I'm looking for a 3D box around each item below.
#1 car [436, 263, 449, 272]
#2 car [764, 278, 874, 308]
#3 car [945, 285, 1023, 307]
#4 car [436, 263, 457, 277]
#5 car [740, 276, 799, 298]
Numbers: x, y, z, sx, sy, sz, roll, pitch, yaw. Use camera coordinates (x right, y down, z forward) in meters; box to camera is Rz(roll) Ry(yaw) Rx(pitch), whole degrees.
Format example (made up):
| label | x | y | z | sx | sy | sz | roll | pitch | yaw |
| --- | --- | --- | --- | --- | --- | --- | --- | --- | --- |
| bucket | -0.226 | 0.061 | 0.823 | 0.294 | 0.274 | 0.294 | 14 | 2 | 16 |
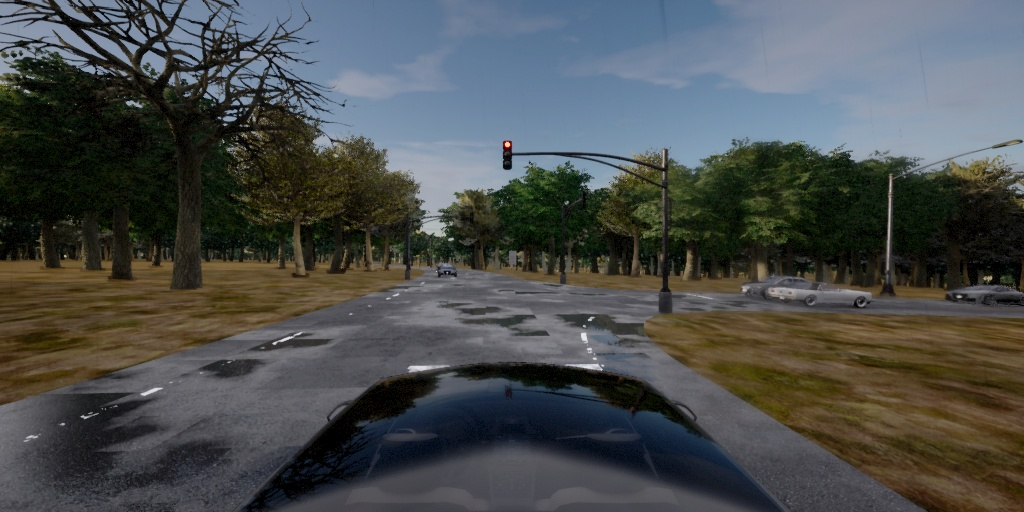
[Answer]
| label | x | y | z | sx | sy | sz | roll | pitch | yaw |
| --- | --- | --- | --- | --- | --- | --- | --- | --- | --- |
| car | -12.461 | 1.956 | 64.079 | 1.837 | 1.490 | 4.892 | 0 | 0 | -15 |
| car | 17.436 | 2.149 | 20.296 | 4.718 | 1.301 | 1.895 | 2 | 0 | -3 |
| car | 32.776 | 2.694 | 24.773 | 4.181 | 1.385 | 1.994 | 2 | 0 | -3 |
| car | -7.136 | 1.619 | 39.692 | 1.994 | 1.385 | 4.181 | 0 | -1 | -10 |
| car | 17.846 | 2.084 | 23.936 | 4.902 | 1.511 | 2.128 | 2 | 0 | -5 |
